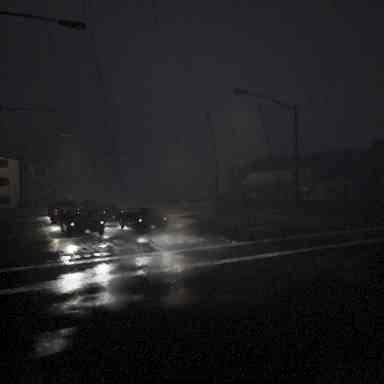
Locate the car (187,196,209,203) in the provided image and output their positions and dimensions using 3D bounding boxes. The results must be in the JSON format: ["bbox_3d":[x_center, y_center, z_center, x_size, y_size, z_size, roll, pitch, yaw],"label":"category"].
[{"bbox_3d":[1.281,1.449,65.488,1.895,1.301,4.718,-1,0,42],"label":"car"}]

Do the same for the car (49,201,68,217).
[{"bbox_3d":[-14.363,1.745,35.646,1.812,1.442,4.674,-1,0,-24],"label":"car"}]

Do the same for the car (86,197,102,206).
[{"bbox_3d":[-12.208,1.674,39.629,1.837,1.490,4.892,-2,0,-19],"label":"car"}]

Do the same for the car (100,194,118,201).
[{"bbox_3d":[-14.189,1.313,55.807,2.150,2.045,5.566,-1,0,8],"label":"car"}]

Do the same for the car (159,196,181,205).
[{"bbox_3d":[-3.383,1.437,56.369,1.882,1.535,5.008,-1,0,14],"label":"car"}]

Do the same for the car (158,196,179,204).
[{"bbox_3d":[-4.441,1.532,63.329,1.994,1.385,4.181,-1,0,31],"label":"car"}]

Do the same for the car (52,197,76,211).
[{"bbox_3d":[-17.388,1.615,45.479,2.097,1.767,4.553,-1,0,-8],"label":"car"}]

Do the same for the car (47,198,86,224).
[{"bbox_3d":[-10.153,1.502,26.649,2.097,1.767,4.553,-1,0,-26],"label":"car"}]

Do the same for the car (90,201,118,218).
[{"bbox_3d":[-7.178,1.687,28.488,1.895,1.301,4.718,-1,0,-26],"label":"car"}]

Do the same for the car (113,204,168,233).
[{"bbox_3d":[-3.110,1.620,20.272,1.895,1.301,4.718,-1,0,-27],"label":"car"}]

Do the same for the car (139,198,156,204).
[{"bbox_3d":[-7.180,1.641,53.890,1.895,1.301,4.718,-1,0,5],"label":"car"}]

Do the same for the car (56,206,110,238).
[{"bbox_3d":[-6.221,1.686,18.678,1.895,1.301,4.718,-1,0,-27],"label":"car"}]
